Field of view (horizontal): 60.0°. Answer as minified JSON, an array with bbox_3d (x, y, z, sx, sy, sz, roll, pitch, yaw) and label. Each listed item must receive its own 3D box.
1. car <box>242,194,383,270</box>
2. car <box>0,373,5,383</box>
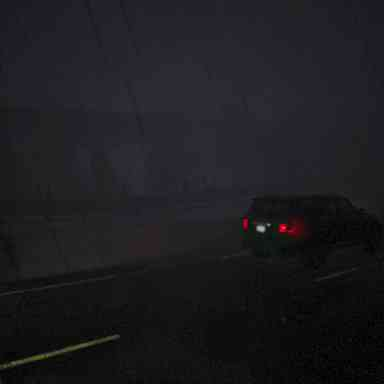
[{"bbox_3d":[4.109,1.086,10.999,5.566,2.045,2.150,-1,1,-36],"label":"car"},{"bbox_3d":[-3.291,1.327,1.395,4.553,1.767,2.097,1,-1,-36],"label":"car"}]
